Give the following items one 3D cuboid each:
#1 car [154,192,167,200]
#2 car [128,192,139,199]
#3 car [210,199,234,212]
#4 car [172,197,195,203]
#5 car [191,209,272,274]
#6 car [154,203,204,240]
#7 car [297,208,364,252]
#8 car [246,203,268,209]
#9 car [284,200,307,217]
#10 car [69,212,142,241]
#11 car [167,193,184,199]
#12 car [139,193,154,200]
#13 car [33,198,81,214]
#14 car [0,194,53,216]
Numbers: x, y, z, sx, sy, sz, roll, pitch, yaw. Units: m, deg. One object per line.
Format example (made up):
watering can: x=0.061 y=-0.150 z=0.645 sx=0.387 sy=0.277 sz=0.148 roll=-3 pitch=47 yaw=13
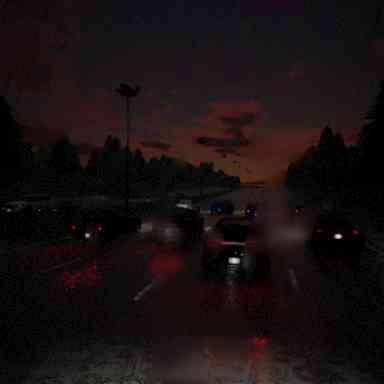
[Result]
car: x=-5.998 y=0.824 z=72.096 sx=1.882 sy=1.535 sz=5.008 roll=0 pitch=1 yaw=13
car: x=-12.817 y=0.837 z=73.678 sx=1.837 sy=1.490 sz=4.892 roll=0 pitch=1 yaw=13
car: x=3.081 y=1.463 z=33.349 sx=1.882 sy=1.535 sz=5.008 roll=0 pitch=1 yaw=13
car: x=-0.507 y=1.513 z=33.424 sx=1.812 sy=1.442 sz=4.674 roll=0 pitch=1 yaw=13
car: x=1.587 y=1.562 z=10.991 sx=2.128 sy=1.511 sz=4.902 roll=0 pitch=0 yaw=12
car: x=-0.550 y=1.571 z=17.538 sx=1.837 sy=1.490 sz=4.892 roll=0 pitch=0 yaw=13
car: x=5.937 y=1.640 z=14.478 sx=1.994 sy=1.385 sz=4.181 roll=0 pitch=0 yaw=13
car: x=5.760 y=1.616 z=29.408 sx=1.895 sy=1.301 sz=4.718 roll=0 pitch=0 yaw=13
car: x=9.834 y=1.522 z=31.534 sx=1.812 sy=1.442 sz=4.674 roll=0 pitch=1 yaw=13
car: x=-4.231 y=1.663 z=17.195 sx=1.895 sy=1.301 sz=4.718 roll=0 pitch=0 yaw=13
car: x=-2.900 y=0.925 z=69.961 sx=2.128 sy=1.511 sz=4.902 roll=0 pitch=1 yaw=13
car: x=-9.407 y=0.866 z=72.888 sx=1.812 sy=1.442 sz=4.674 roll=0 pitch=1 yaw=13
car: x=-12.100 y=1.536 z=30.724 sx=1.812 sy=1.442 sz=4.674 roll=0 pitch=0 yaw=13
car: x=-15.430 y=1.225 z=31.858 sx=2.150 sy=2.045 sz=5.566 roll=0 pitch=0 yaw=13
